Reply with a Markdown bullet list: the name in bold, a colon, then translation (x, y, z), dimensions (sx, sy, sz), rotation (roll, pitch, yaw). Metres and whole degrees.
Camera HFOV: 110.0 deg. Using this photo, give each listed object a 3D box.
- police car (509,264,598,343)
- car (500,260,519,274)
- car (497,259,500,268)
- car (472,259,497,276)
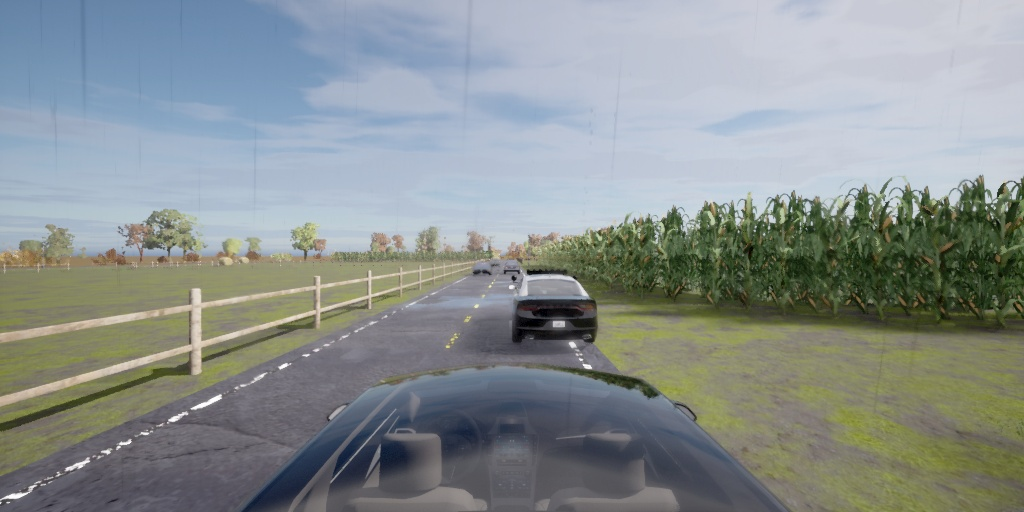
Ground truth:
- **police car**: translation (0.942, 1.175, 9.840), dimensions (1.930, 1.638, 5.238), rotation (0, 0, 0)
- **car**: translation (-0.017, 1.298, 40.681), dimensions (2.033, 1.411, 5.357), rotation (0, 0, 0)
- **car**: translation (-2.911, 1.258, 62.158), dimensions (1.837, 1.490, 4.892), rotation (0, 0, 0)
- **car**: translation (-2.944, 1.297, 36.795), dimensions (2.033, 1.411, 5.357), rotation (0, 0, 0)
